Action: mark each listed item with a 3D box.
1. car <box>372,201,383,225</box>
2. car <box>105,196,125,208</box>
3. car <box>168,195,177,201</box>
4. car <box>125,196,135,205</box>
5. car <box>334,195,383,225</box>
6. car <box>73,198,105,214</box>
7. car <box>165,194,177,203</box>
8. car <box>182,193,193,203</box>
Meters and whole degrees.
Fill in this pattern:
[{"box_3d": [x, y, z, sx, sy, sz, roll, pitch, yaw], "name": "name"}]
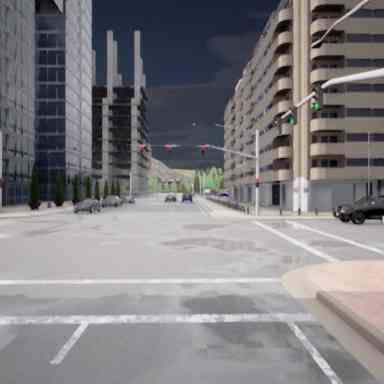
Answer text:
[{"box_3d": [14.282, 1.528, 20.450, 4.902, 1.511, 2.128, 0, 0, -1], "name": "car"}, {"box_3d": [-11.230, 1.308, 46.464, 2.097, 1.767, 4.553, 0, 0, -1], "name": "car"}, {"box_3d": [-4.603, 1.399, 79.352, 1.882, 1.535, 5.008, 0, 0, -1], "name": "car"}, {"box_3d": [-11.390, 1.470, 59.566, 1.812, 1.442, 4.674, 0, 0, 0], "name": "car"}, {"box_3d": [13.218, 1.255, 23.931, 5.566, 2.045, 2.150, 0, 0, -1], "name": "car"}, {"box_3d": [-11.095, 1.471, 35.514, 1.837, 1.490, 4.892, 0, 0, 0], "name": "car"}, {"box_3d": [-4.461, 1.287, 69.258, 2.097, 1.767, 4.553, 0, 0, -1], "name": "car"}, {"box_3d": [-0.952, 1.157, 68.669, 2.150, 2.045, 5.566, 0, 0, -1], "name": "car"}]
